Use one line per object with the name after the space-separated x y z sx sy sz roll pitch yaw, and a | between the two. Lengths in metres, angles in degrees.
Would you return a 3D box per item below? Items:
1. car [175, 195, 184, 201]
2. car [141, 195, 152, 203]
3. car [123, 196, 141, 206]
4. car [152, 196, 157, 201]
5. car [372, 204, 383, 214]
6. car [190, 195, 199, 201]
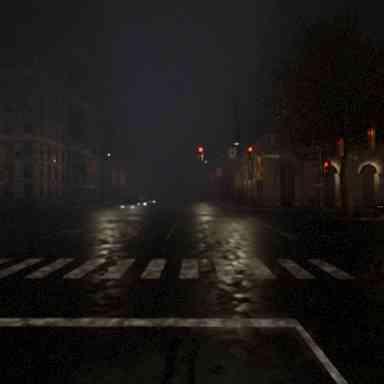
-2.901 1.378 79.136 2.128 1.511 4.902 0 0 1 | car
-10.068 1.539 68.673 1.895 1.301 4.718 0 0 1 | car
-10.261 1.428 55.637 1.882 1.535 5.008 0 0 1 | car
-9.856 1.511 82.070 1.895 1.301 4.718 0 0 1 | car
20.651 1.447 33.182 5.008 1.535 1.882 0 0 1 | car
0.598 1.379 79.082 2.128 1.511 4.902 0 0 1 | car
